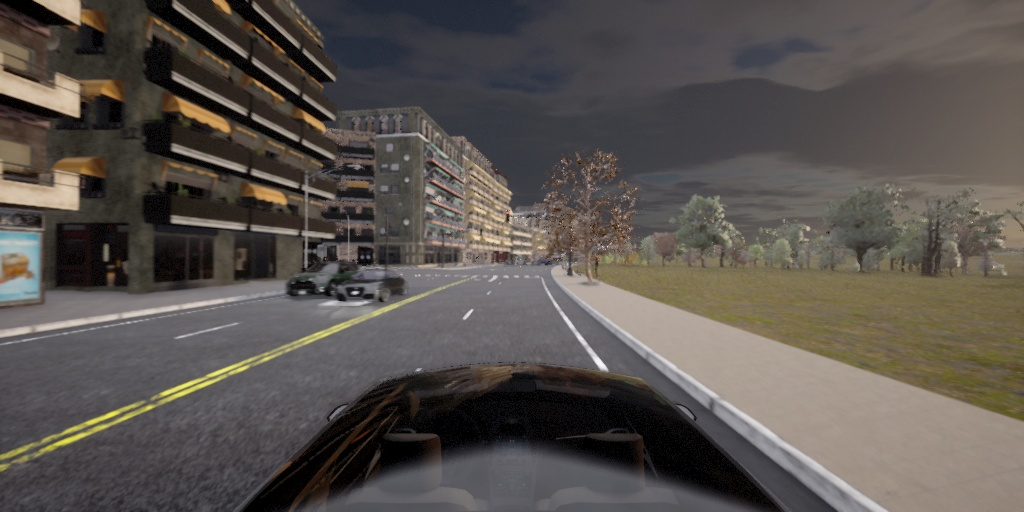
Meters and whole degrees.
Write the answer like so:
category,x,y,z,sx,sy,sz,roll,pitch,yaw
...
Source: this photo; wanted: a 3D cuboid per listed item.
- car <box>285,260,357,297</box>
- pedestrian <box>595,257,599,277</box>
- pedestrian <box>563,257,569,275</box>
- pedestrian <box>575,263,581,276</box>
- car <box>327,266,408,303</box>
category,x,y,z,sx,sy,sz,roll,pitch,yaw
car,-9.483,1.086,18.610,2.097,1.767,4.553,0,0,2
pedestrian,8.016,1.020,34.054,0.375,1.860,0.375,0,0,4
pedestrian,5.410,0.969,34.855,0.375,1.860,0.375,0,0,4
pedestrian,6.213,1.248,33.588,0.375,1.300,0.375,0,0,4
car,-6.312,1.307,16.557,1.994,1.385,4.181,0,0,2
